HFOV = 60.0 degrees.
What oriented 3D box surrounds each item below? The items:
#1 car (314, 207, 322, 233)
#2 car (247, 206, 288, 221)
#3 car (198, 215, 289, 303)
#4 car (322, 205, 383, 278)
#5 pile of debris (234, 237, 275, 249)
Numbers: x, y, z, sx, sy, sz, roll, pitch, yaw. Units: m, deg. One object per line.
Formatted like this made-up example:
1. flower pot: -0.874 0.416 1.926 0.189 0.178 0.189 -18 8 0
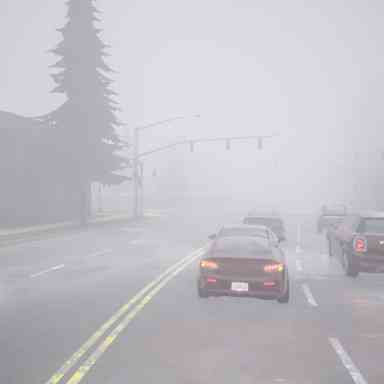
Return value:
1. car: 8.144 1.491 19.104 2.128 1.511 4.902 0 0 20
2. car: 3.827 1.478 17.116 1.882 1.535 5.008 0 0 18
3. car: 1.323 1.526 8.200 1.812 1.442 4.674 0 0 12
4. car: 5.446 1.353 10.061 2.097 1.767 4.553 0 0 14
5. pile of debris: 2.728 2.175 14.287 1.500 0.140 1.860 0 0 18
